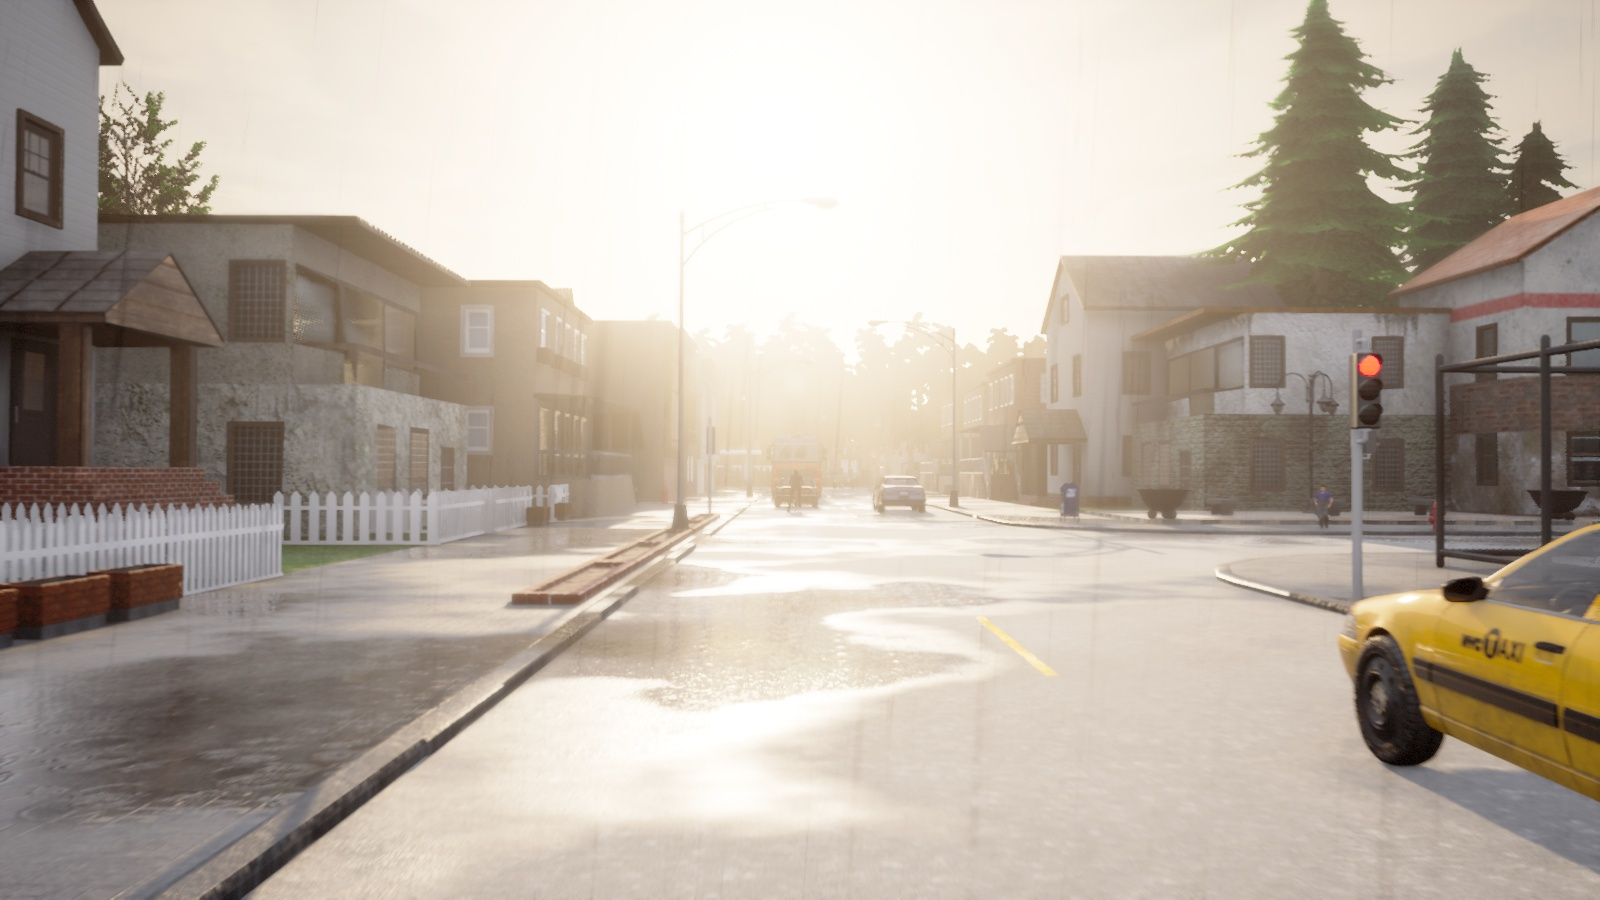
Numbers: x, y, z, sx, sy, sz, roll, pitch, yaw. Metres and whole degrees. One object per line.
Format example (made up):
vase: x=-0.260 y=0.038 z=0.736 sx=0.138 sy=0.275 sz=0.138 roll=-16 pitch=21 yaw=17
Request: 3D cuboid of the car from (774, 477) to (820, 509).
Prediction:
car: x=-0.136 y=1.836 z=54.953 sx=1.895 sy=1.301 sz=4.718 roll=0 pitch=-1 yaw=0

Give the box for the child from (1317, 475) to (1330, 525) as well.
child: x=13.602 y=1.293 z=32.623 sx=0.270 sy=1.263 sz=0.437 roll=-1 pitch=-1 yaw=27

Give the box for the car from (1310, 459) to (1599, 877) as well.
car: x=3.922 y=0.821 z=4.974 sx=1.801 sy=1.575 sz=5.366 roll=0 pitch=-1 yaw=2

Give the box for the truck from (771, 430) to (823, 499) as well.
truck: x=-0.188 y=0.888 z=73.917 sx=2.891 sy=3.827 sz=8.468 roll=0 pitch=-1 yaw=0

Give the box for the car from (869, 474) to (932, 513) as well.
car: x=3.878 y=1.672 z=49.328 sx=2.033 sy=1.411 sz=5.357 roll=0 pitch=-1 yaw=0
